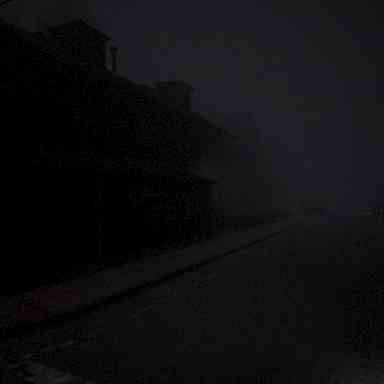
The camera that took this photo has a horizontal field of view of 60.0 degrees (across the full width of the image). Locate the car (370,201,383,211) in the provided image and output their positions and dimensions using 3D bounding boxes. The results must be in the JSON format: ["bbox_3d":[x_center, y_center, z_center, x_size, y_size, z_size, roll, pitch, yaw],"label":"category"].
[{"bbox_3d":[31.008,2.245,55.529,2.128,1.511,4.902,-2,-2,28],"label":"car"}]

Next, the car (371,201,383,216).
[{"bbox_3d":[22.846,2.093,40.234,1.994,1.385,4.181,-2,-1,28],"label":"car"}]

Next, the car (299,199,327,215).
[{"bbox_3d":[15.727,1.946,43.410,1.905,1.878,3.866,5,-1,-14],"label":"car"}]
